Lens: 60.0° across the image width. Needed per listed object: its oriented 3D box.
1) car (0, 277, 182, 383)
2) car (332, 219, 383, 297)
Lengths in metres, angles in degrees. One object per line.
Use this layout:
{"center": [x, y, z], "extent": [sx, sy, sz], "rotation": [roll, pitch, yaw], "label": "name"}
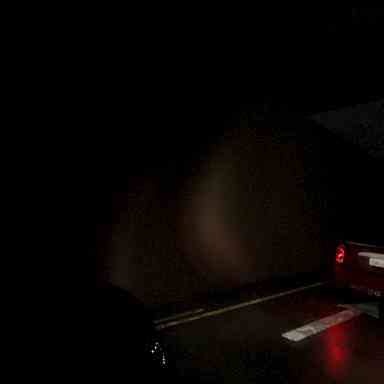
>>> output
{"center": [-2.741, 1.222, 1.831], "extent": [5.566, 2.045, 2.150], "rotation": [0, 0, -35], "label": "car"}
{"center": [5.236, 1.352, 7.513], "extent": [4.553, 1.767, 2.097], "rotation": [0, 0, -35], "label": "car"}
